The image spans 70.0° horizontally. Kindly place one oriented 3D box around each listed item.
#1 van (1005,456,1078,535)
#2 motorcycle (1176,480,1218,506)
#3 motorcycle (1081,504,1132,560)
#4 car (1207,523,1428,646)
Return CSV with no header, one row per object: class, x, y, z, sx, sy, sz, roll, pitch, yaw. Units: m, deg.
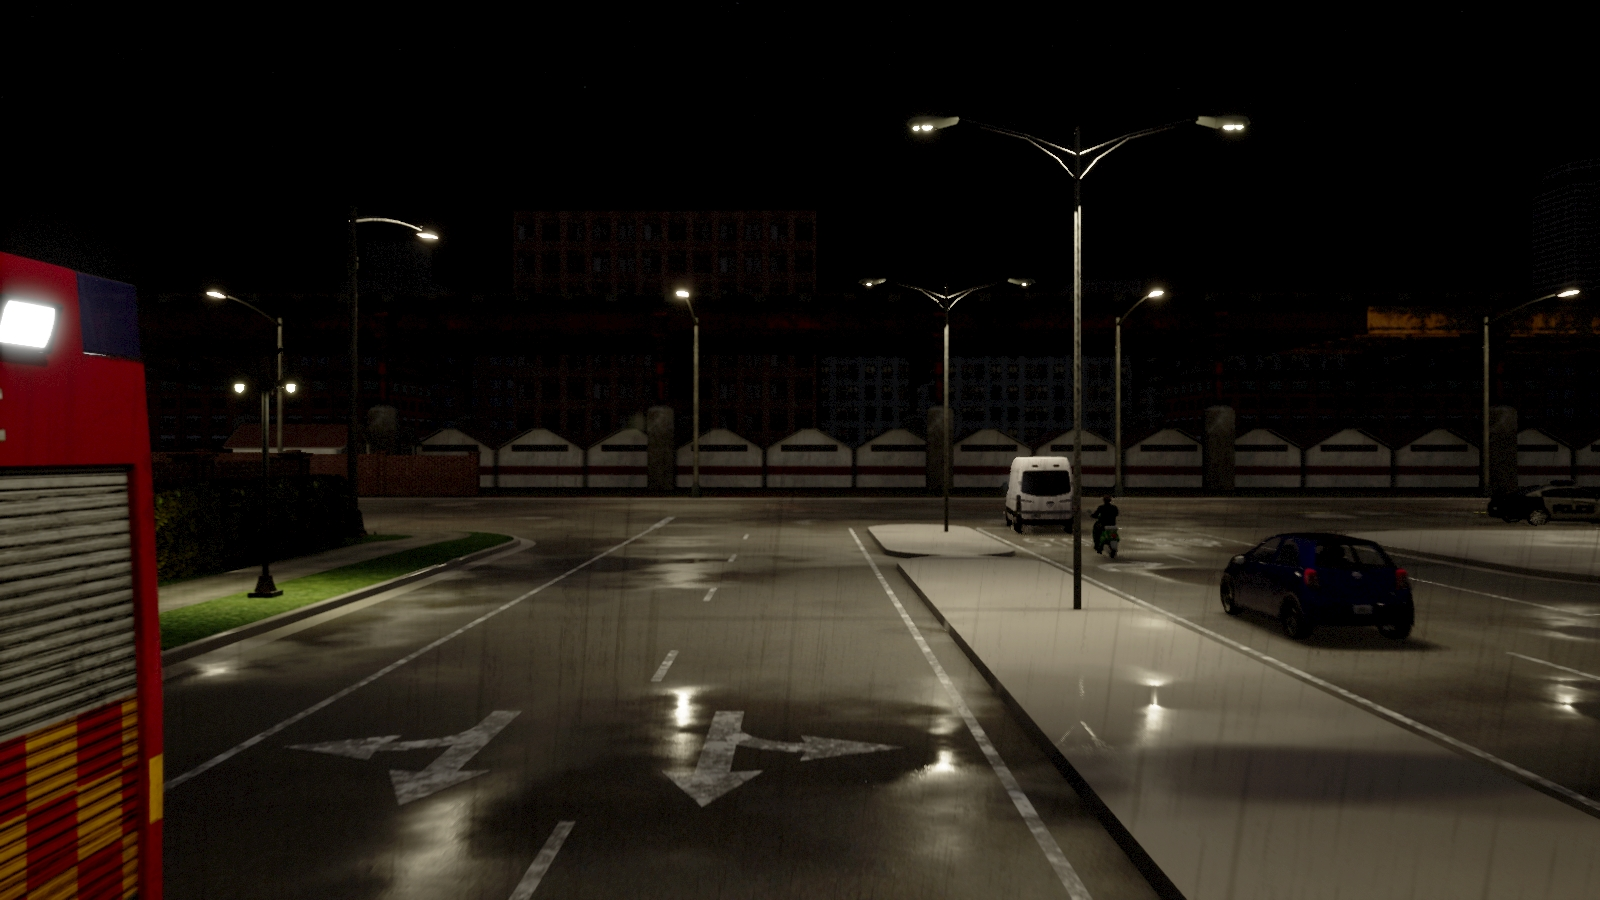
van,8.488,1.526,40.626,1.988,2.561,5.915,0,0,7
motorcycle,20.073,2.170,57.810,1.805,1.236,0.856,0,0,0
motorcycle,8.006,2.123,29.925,0.856,1.341,1.805,0,0,0
car,8.011,2.035,18.081,1.845,1.501,3.633,0,0,0
